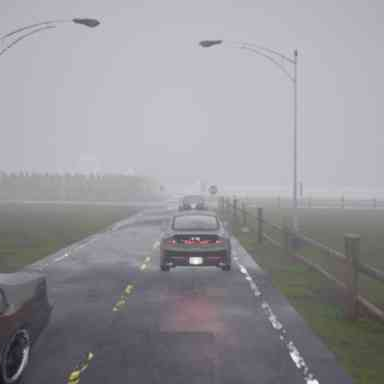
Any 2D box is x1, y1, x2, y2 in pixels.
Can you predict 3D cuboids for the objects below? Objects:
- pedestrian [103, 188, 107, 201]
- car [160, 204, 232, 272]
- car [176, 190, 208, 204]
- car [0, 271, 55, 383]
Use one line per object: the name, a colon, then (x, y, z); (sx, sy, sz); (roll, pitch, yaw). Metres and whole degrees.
pedestrian: (-12.164, 0.357, 46.263); (0.375, 1.860, 0.375); (0, -1, 0)
car: (0.100, 1.330, 10.169); (1.837, 1.490, 4.892); (0, 0, 0)
car: (0.100, 0.942, 24.313); (2.097, 1.767, 4.553); (0, 1, 0)
car: (-2.852, 1.504, 2.415); (2.033, 1.411, 5.357); (0, 1, 0)
